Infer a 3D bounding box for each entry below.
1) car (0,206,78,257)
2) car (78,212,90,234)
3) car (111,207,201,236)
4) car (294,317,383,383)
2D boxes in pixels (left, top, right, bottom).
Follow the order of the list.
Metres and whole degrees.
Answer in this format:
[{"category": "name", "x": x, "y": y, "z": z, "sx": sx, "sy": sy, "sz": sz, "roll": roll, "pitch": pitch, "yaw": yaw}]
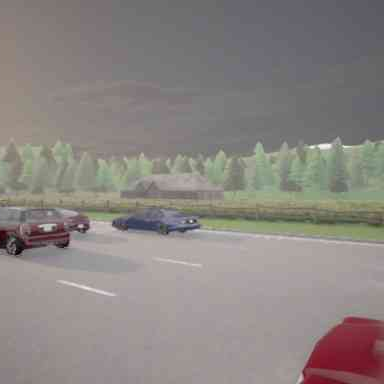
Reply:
[{"category": "car", "x": -6.931, "y": 1.350, "z": 13.232, "sx": 4.553, "sy": 1.767, "sz": 2.097, "roll": 0, "pitch": 0, "yaw": 35}, {"category": "car", "x": -7.389, "y": 1.524, "z": 17.854, "sx": 4.674, "sy": 1.442, "sz": 1.812, "roll": 0, "pitch": 0, "yaw": 35}, {"category": "car", "x": -2.083, "y": 1.546, "z": 18.370, "sx": 5.357, "sy": 1.411, "sz": 2.033, "roll": 0, "pitch": 0, "yaw": 35}, {"category": "car", "x": 3.001, "y": 1.601, "z": 1.854, "sx": 4.718, "sy": 1.301, "sz": 1.895, "roll": 0, "pitch": 0, "yaw": 35}]
